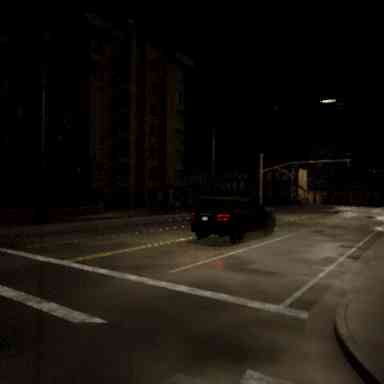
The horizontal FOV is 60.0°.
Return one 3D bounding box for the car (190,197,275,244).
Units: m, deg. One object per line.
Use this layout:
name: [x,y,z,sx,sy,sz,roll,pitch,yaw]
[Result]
car: [2.166,1.259,16.527,2.150,2.045,5.566,1,0,37]
